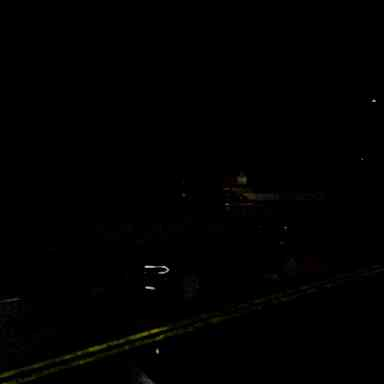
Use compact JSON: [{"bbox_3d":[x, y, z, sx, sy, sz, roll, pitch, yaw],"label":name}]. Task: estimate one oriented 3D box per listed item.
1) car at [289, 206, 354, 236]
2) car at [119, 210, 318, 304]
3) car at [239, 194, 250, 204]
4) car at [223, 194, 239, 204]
[{"bbox_3d":[5.432,1.368,15.536,5.357,1.411,2.033,-1,1,-35],"label":"car"},{"bbox_3d":[0.703,1.407,8.177,5.008,1.535,1.882,-1,0,-35],"label":"car"},{"bbox_3d":[7.978,1.108,58.290,2.097,1.767,4.553,-1,0,-36],"label":"car"},{"bbox_3d":[5.239,1.303,56.517,1.837,1.490,4.892,-1,1,-36],"label":"car"}]
